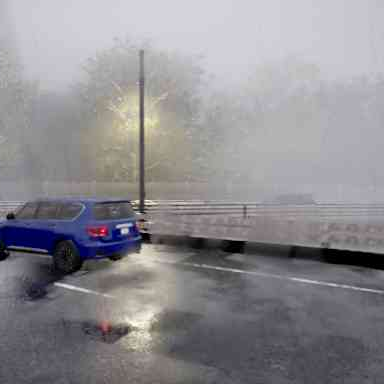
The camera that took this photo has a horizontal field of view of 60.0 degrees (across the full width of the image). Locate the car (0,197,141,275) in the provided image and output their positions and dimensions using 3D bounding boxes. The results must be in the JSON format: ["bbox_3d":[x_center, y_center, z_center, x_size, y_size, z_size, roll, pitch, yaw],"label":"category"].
[{"bbox_3d":[-4.194,1.182,10.543,5.566,2.045,2.150,0,0,30],"label":"car"}]

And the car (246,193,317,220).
[{"bbox_3d":[7.139,1.179,26.495,5.566,2.045,2.150,-2,1,-13],"label":"car"}]

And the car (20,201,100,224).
[{"bbox_3d":[-9.232,1.411,23.656,4.902,1.511,2.128,0,0,-5],"label":"car"}]
